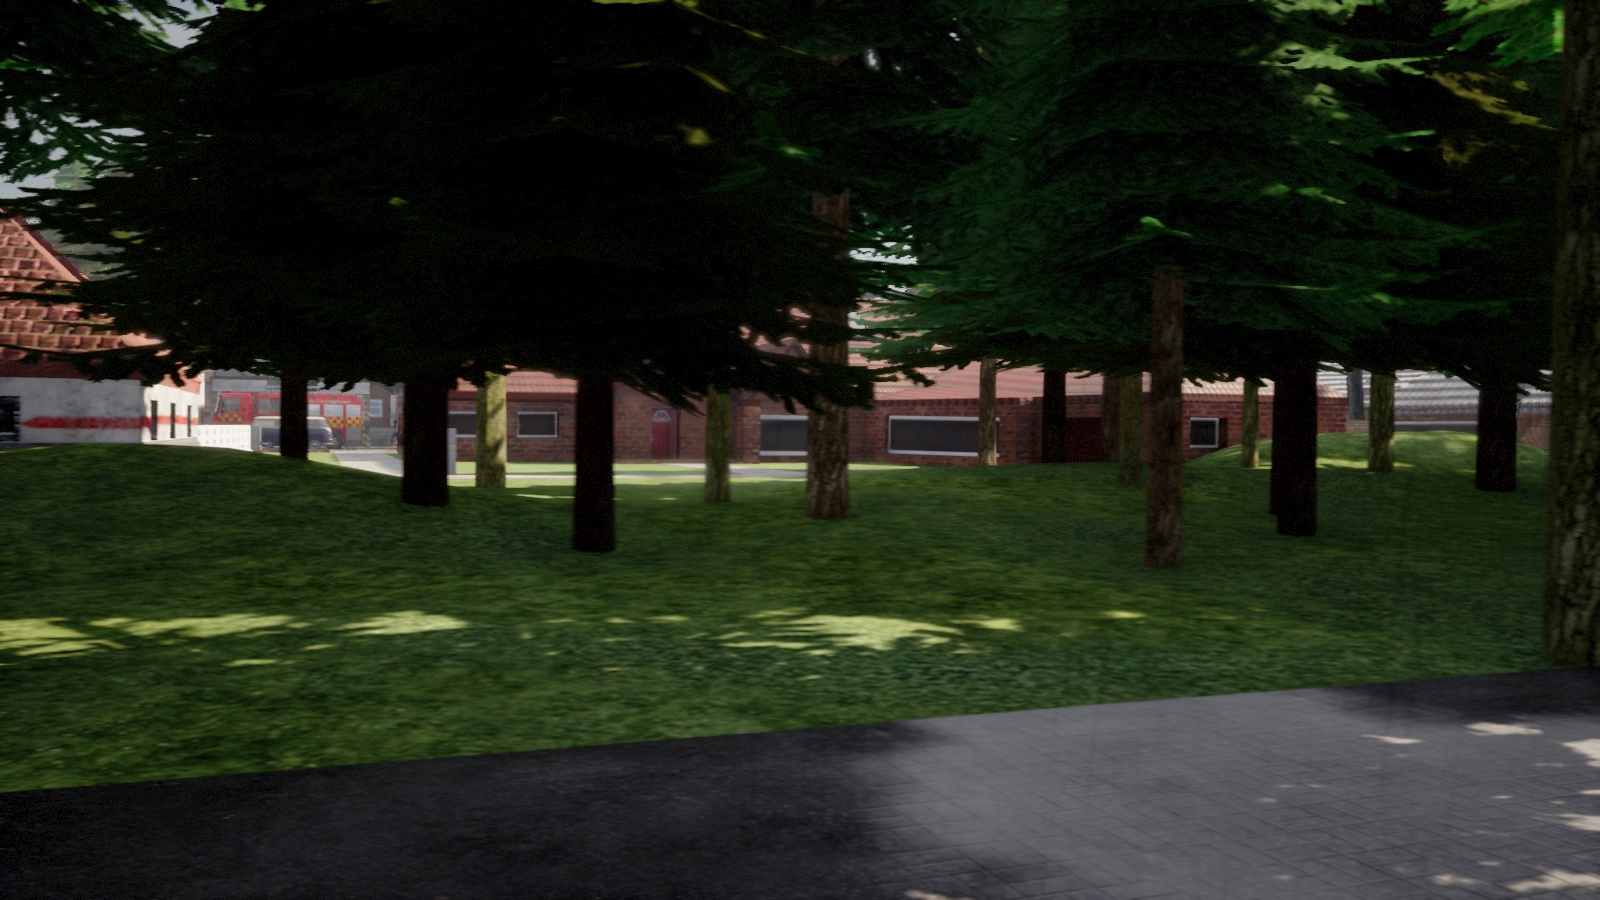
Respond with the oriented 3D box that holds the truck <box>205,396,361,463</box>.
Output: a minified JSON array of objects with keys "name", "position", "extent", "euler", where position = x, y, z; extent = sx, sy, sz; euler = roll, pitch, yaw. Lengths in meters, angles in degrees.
[{"name":"truck","position":[-31.007,-1.262,75.601],"extent":[8.468,3.827,2.891],"euler":[-1,1,-21]}]

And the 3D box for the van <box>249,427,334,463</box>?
[{"name":"van","position":[-29.125,-0.307,72.052],"extent":[4.442,1.987,1.775],"euler":[-1,1,-21]}]
